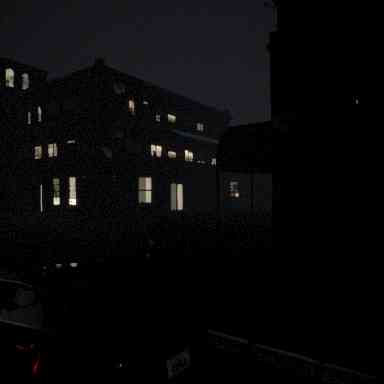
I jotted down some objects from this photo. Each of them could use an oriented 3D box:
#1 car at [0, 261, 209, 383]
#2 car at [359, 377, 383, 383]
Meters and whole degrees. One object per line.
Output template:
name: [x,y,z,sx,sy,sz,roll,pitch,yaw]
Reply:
car: [-1.811,1.567,4.178,4.313,1.339,1.947,0,-1,35]
car: [2.706,1.544,0.960,4.507,1.381,1.887,0,-1,35]
